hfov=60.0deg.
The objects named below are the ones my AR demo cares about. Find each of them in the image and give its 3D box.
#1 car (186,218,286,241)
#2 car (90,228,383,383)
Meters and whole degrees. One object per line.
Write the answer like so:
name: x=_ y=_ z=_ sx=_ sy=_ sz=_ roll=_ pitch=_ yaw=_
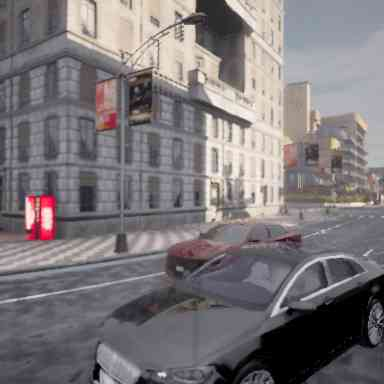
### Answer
car: x=1.438 y=1.578 z=9.716 sx=1.882 sy=1.535 sz=5.008 roll=0 pitch=-1 yaw=44
car: x=1.086 y=1.542 z=4.668 sx=4.902 sy=1.511 sz=2.128 roll=1 pitch=-1 yaw=-41
